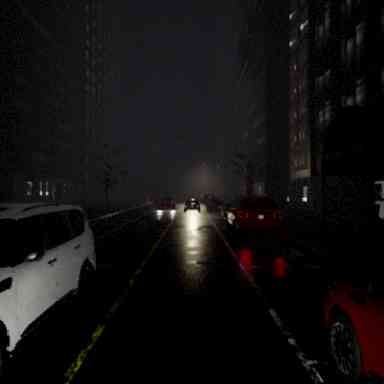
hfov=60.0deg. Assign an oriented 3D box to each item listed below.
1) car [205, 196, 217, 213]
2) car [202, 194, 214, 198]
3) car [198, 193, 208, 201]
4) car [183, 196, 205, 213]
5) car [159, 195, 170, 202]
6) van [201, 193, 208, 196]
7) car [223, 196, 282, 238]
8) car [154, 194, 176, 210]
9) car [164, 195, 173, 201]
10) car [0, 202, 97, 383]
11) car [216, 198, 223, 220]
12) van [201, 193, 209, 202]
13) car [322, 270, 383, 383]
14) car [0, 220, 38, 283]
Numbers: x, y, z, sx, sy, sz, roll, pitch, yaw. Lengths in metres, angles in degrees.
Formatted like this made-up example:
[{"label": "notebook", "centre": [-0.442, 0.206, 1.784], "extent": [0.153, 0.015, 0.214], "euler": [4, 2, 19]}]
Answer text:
[{"label": "car", "centre": [2.695, 1.480, 36.149], "extent": [1.887, 1.381, 4.507], "euler": [0, 0, 0]}, {"label": "car", "centre": [2.695, 1.364, 41.790], "extent": [1.967, 1.590, 4.097], "euler": [0, 0, 0]}, {"label": "car", "centre": [2.694, 1.155, 81.280], "extent": [2.192, 1.841, 5.009], "euler": [1, 0, 0]}, {"label": "car", "centre": [0.036, 1.482, 36.459], "extent": [2.033, 1.411, 5.357], "euler": [0, 0, 1]}, {"label": "car", "centre": [-5.688, 1.416, 69.971], "extent": [2.008, 1.369, 4.403], "euler": [1, 0, 0]}, {"label": "van", "centre": [2.695, 1.243, 53.072], "extent": [1.690, 1.788, 3.998], "euler": [1, 0, 0]}, {"label": "car", "centre": [3.106, 1.198, 17.635], "extent": [2.150, 2.045, 5.566], "euler": [0, 0, 0]}, {"label": "car", "centre": [-3.091, 1.277, 41.116], "extent": [2.097, 1.767, 4.553], "euler": [0, 0, 0]}, {"label": "car", "centre": [-5.689, 1.391, 81.256], "extent": [2.008, 1.369, 4.403], "euler": [1, 0, 0]}, {"label": "car", "centre": [-3.087, 1.217, 4.984], "extent": [2.150, 2.045, 5.566], "euler": [0, 0, 0]}, {"label": "car", "centre": [3.138, 1.435, 24.606], "extent": [1.882, 1.535, 5.008], "euler": [0, 0, 0]}, {"label": "van", "centre": [2.694, 1.206, 69.997], "extent": [1.690, 1.788, 3.998], "euler": [1, 0, 0]}, {"label": "car", "centre": [2.699, 1.311, 2.300], "extent": [2.192, 1.841, 5.009], "euler": [0, 0, 0]}, {"label": "car", "centre": [-5.684, 1.538, 7.900], "extent": [2.008, 1.369, 4.403], "euler": [1, 0, 0]}]
